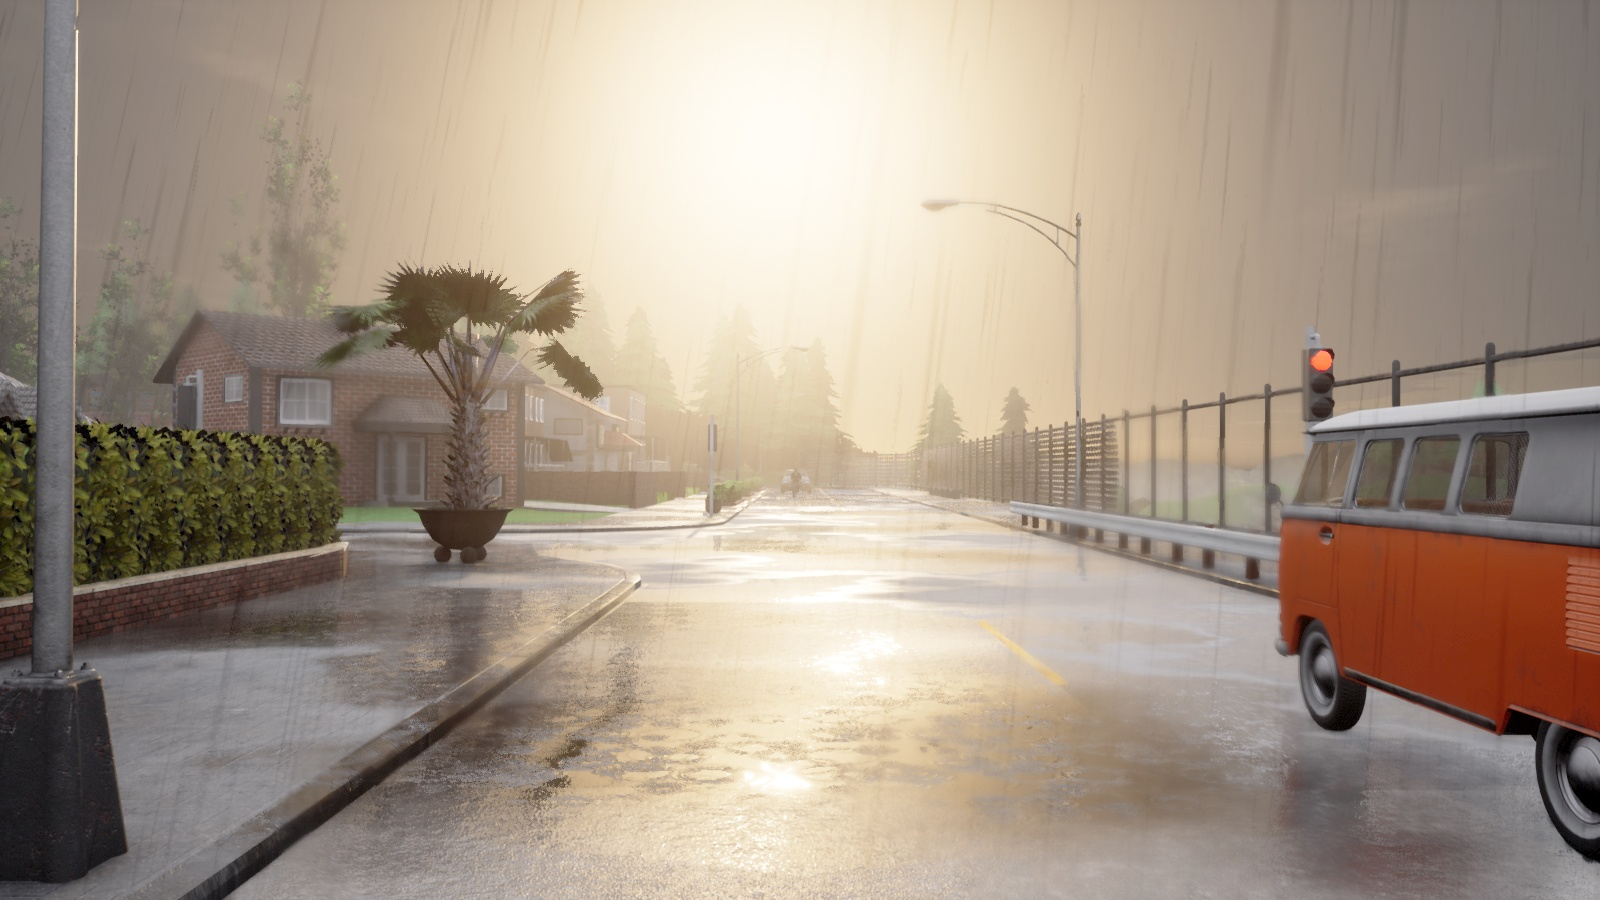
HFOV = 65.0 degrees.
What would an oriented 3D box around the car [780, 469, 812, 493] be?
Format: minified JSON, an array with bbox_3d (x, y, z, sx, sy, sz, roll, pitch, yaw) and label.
[{"bbox_3d":[-0.267,2.166,89.694,2.242,1.667,4.611,0,-1,0],"label":"car"}]

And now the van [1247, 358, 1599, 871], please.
[{"bbox_3d":[3.981,0.660,6.434,1.775,1.987,4.442,0,-1,0],"label":"van"}]
